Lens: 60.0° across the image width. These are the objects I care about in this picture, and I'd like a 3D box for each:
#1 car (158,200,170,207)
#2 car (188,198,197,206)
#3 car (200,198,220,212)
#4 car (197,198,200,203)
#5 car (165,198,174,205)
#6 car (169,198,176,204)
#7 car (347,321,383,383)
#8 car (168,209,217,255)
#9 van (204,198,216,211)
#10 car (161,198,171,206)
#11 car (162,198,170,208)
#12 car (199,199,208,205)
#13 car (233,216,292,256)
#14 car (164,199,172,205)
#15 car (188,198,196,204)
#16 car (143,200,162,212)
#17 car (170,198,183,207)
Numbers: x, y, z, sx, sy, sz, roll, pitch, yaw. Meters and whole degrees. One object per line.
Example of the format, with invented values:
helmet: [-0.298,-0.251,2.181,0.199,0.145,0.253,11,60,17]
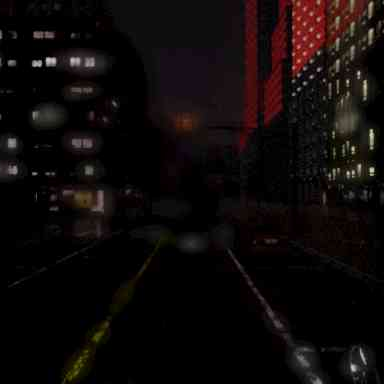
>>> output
car: [-5.676,2.265,67.939,1.887,1.381,4.507,0,-1,0]
car: [0.019,2.298,74.608,1.837,1.490,4.892,0,-1,0]
car: [2.697,1.786,45.836,2.192,1.841,5.009,0,-1,0]
car: [2.703,2.035,67.940,2.192,1.841,5.009,0,-1,0]
car: [-5.673,2.354,84.520,1.967,1.590,4.097,0,-1,0]
car: [-5.669,2.588,95.405,1.752,1.417,4.829,0,-1,0]
car: [2.687,1.588,2.157,1.947,1.339,4.313,0,-1,0]
car: [0.031,1.664,13.899,1.812,1.442,4.674,0,0,1]
van: [2.699,1.873,51.361,1.690,1.788,3.998,0,-1,0]
car: [-5.675,2.225,73.468,1.967,1.590,4.097,0,-1,0]
car: [-5.677,2.207,62.414,2.008,1.369,4.403,0,-1,0]
car: [2.707,2.394,78.991,1.887,1.381,4.507,0,-1,0]
car: [2.690,1.661,13.592,1.752,1.417,4.829,0,-1,0]
car: [-5.673,2.431,78.993,1.802,1.307,4.206,0,-1,0]
car: [0.022,2.311,85.026,1.882,1.535,5.008,0,-1,0]
car: [-5.681,2.022,45.835,2.008,1.369,4.403,0,-1,0]
car: [-2.990,2.237,67.200,1.812,1.442,4.674,0,-1,0]
